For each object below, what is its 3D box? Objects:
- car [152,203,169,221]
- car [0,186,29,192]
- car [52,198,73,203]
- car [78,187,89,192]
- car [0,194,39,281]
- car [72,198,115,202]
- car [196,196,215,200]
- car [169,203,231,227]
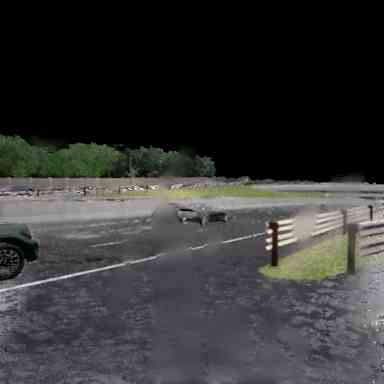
[{"bbox_3d":[-1.211,1.573,26.148,1.994,1.385,4.181,1,0,36],"label":"car"},{"bbox_3d":[-27.618,0.047,50.961,2.150,2.045,5.566,1,2,21],"label":"car"},{"bbox_3d":[-12.878,1.368,34.239,2.128,1.511,4.902,1,0,36],"label":"car"},{"bbox_3d":[-21.681,-0.267,65.432,1.895,1.301,4.718,1,3,23],"label":"car"},{"bbox_3d":[-6.351,1.102,7.252,2.150,2.045,5.566,1,0,36],"label":"car"},{"bbox_3d":[-8.937,1.469,33.724,2.033,1.411,5.357,1,0,36],"label":"car"},{"bbox_3d":[2.251,1.425,55.237,2.097,1.767,4.553,1,0,36],"label":"car"},{"bbox_3d":[0.946,1.525,23.153,2.128,1.511,4.902,1,0,36],"label":"car"}]
